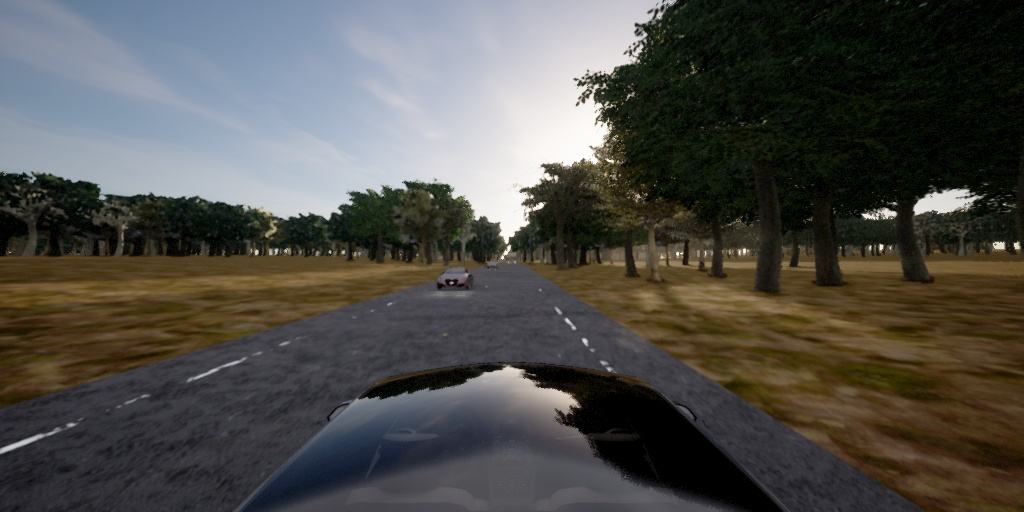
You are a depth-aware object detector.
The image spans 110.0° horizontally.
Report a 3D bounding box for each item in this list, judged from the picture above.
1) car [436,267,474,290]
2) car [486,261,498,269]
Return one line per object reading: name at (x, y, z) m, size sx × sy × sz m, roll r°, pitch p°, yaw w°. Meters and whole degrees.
car at (-3.604, 1.422, 23.396) m, size 1.994 × 1.385 × 4.181 m, roll 0°, pitch 0°, yaw 0°
car at (-3.533, 1.639, 64.533) m, size 1.994 × 1.385 × 4.181 m, roll 0°, pitch 0°, yaw 0°
